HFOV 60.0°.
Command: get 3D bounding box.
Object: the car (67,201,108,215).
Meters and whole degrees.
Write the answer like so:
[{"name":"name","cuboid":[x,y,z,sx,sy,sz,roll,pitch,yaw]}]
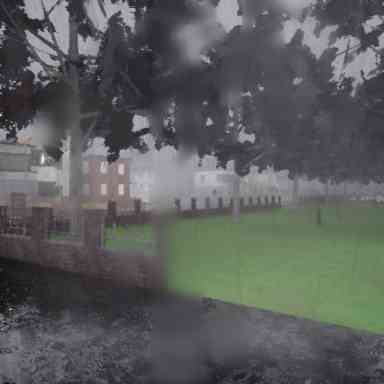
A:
[{"name":"car","cuboid":[-10.343,1.699,33.820,2.128,1.511,4.902,-1,0,36]}]
